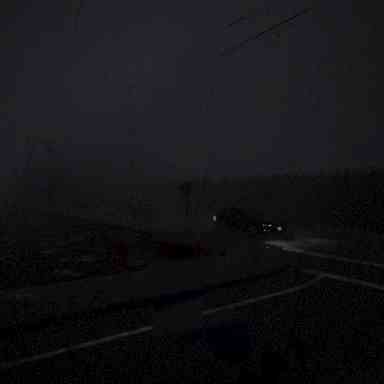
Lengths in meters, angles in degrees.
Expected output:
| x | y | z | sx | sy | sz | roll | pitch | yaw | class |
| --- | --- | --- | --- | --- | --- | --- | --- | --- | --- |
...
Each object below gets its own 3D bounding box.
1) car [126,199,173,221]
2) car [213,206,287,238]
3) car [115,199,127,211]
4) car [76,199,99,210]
| x | y | z | sx | sy | sz | roll | pitch | yaw | class |
| --- | --- | --- | --- | --- | --- | --- | --- | --- | --- |
| -3.430 | 1.529 | 28.049 | 1.882 | 1.535 | 5.008 | 0 | 0 | -35 | car |
| 3.057 | 1.555 | 18.392 | 1.837 | 1.490 | 4.892 | 0 | 0 | -31 | car |
| -7.895 | 1.550 | 41.056 | 2.128 | 1.511 | 4.902 | 0 | 0 | -34 | car |
| -13.438 | 1.616 | 42.765 | 1.994 | 1.385 | 4.181 | 0 | 0 | -34 | car |
